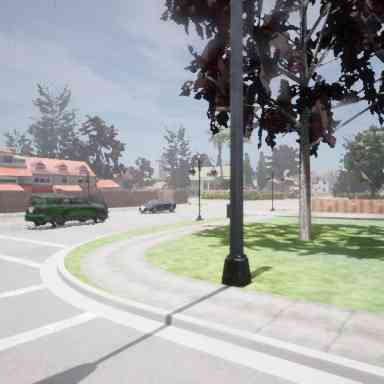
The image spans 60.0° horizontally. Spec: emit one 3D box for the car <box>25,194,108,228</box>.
[{"bbox_3d":[-8.264,1.227,22.396,2.150,2.045,5.566,0,0,33],"label":"car"}]

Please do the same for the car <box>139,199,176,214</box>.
[{"bbox_3d":[-3.651,1.491,35.893,2.128,1.511,4.902,0,0,34],"label":"car"}]

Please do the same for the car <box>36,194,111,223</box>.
[{"bbox_3d":[-9.524,1.222,27.226,2.150,2.045,5.566,0,0,34],"label":"car"}]
